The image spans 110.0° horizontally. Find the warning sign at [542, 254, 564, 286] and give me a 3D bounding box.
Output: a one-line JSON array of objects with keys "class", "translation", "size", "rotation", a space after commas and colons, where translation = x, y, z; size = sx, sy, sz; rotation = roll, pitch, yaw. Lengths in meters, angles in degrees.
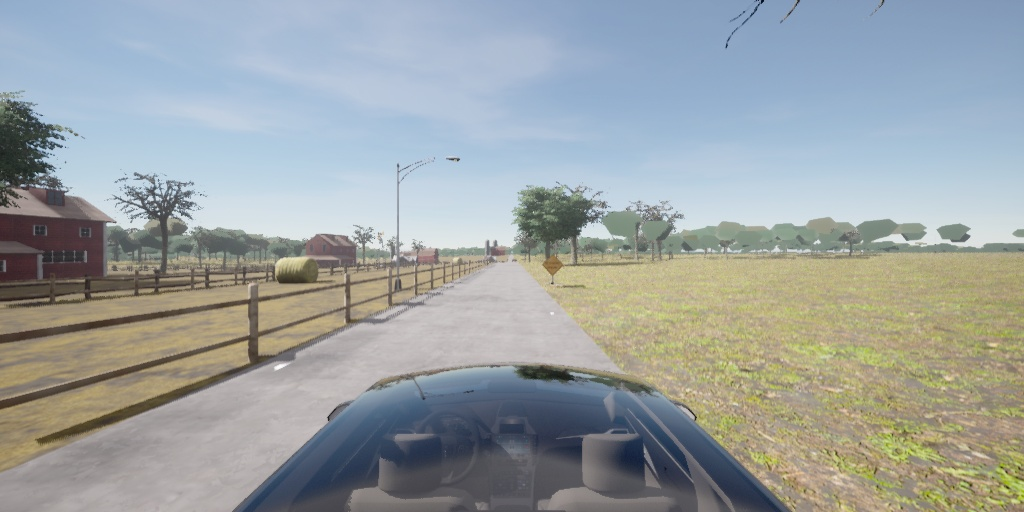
[{"class": "warning sign", "translation": [2.450, 0.833, 21.693], "size": [1.300, 1.860, 1.060], "rotation": [0, 0, 0]}]
